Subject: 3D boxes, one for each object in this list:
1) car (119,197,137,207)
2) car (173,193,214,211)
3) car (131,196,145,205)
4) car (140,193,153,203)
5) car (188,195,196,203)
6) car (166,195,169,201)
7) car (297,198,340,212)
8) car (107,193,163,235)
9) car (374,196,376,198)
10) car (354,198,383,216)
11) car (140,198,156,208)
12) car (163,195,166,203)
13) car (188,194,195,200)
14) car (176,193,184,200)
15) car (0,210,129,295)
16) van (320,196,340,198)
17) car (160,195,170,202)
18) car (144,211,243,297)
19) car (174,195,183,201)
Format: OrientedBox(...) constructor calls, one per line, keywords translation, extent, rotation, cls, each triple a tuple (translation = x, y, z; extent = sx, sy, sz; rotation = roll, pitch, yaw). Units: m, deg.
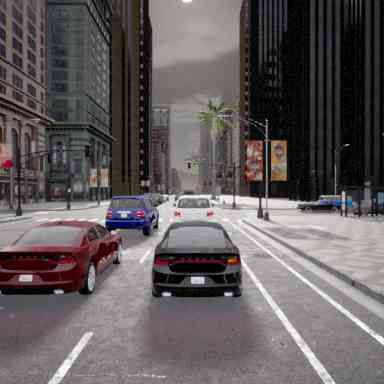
OrientedBox(translation=(-9.912, 1.494, 51.832), extent=(2.128, 1.511, 4.902), rotation=(0, 0, -3), cls="car")
OrientedBox(translation=(0.091, 1.221, 18.568), extent=(2.150, 2.045, 5.566), rotation=(0, 0, 0), cls="car")
OrientedBox(translation=(-9.847, 1.529, 61.476), extent=(1.812, 1.442, 4.674), rotation=(0, 0, 0), cls="car")
OrientedBox(translation=(-9.790, 1.230, 71.875), extent=(2.150, 2.045, 5.566), rotation=(0, 0, 0), cls="car")
OrientedBox(translation=(-0.008, 1.506, 72.621), extent=(1.837, 1.490, 4.892), rotation=(0, 0, 0), cls="car")
OrientedBox(translation=(-6.539, 1.600, 70.422), extent=(1.895, 1.301, 4.718), rotation=(0, 0, 0), cls="car")
OrientedBox(translation=(14.224, 1.584, 37.133), extent=(4.718, 1.301, 1.895), rotation=(0, 0, 0), cls="car")
OrientedBox(translation=(-3.189, 1.221, 18.626), extent=(2.150, 2.045, 5.566), rotation=(0, 0, 2), cls="car")
OrientedBox(translation=(22.721, 1.285, 39.801), extent=(5.009, 1.841, 2.192), rotation=(0, 0, 0), cls="car")
OrientedBox(translation=(17.053, 1.549, 31.272), extent=(4.403, 1.369, 2.008), rotation=(0, 0, 0), cls="car")
OrientedBox(translation=(-6.607, 1.603, 50.583), extent=(1.895, 1.301, 4.718), rotation=(0, 0, -1), cls="car")
OrientedBox(translation=(-6.605, 1.225, 60.351), extent=(2.150, 2.045, 5.566), rotation=(0, 0, 1), cls="car")
OrientedBox(translation=(-0.052, 1.485, 93.367), extent=(1.882, 1.535, 5.008), rotation=(0, 0, 0), cls="car")
OrientedBox(translation=(-3.301, 1.195, 92.029), extent=(2.097, 1.767, 4.553), rotation=(0, 0, 0), cls="car")
OrientedBox(translation=(-3.155, 1.477, 8.761), extent=(1.882, 1.535, 5.008), rotation=(0, 0, 0), cls="car")
OrientedBox(translation=(17.044, 1.315, 39.796), extent=(3.998, 1.788, 1.690), rotation=(0, 0, 0), cls="van")
OrientedBox(translation=(-6.545, 1.531, 80.616), extent=(2.128, 1.511, 4.902), rotation=(0, 0, 0), cls="car")
OrientedBox(translation=(0.094, 1.477, 8.608), extent=(1.882, 1.535, 5.008), rotation=(0, 0, 0), cls="car")
OrientedBox(translation=(-3.296, 1.498, 81.639), extent=(1.837, 1.490, 4.892), rotation=(0, 0, 0), cls="car")
